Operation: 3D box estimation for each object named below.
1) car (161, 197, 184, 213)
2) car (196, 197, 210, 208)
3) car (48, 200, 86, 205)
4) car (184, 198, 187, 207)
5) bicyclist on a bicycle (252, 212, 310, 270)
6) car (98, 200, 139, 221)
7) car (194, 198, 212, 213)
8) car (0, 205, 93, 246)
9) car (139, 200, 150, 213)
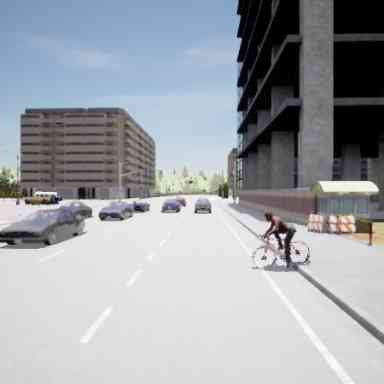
[{"bbox_3d":[-2.263,1.498,37.264,1.812,1.442,4.674,0,0,2],"label":"car"},{"bbox_3d":[1.610,1.528,49.210,1.994,1.385,4.181,0,0,2],"label":"car"},{"bbox_3d":[-9.662,1.544,27.340,1.994,1.385,4.181,0,0,2],"label":"car"},{"bbox_3d":[-1.850,1.488,50.466,1.812,1.442,4.674,0,0,2],"label":"car"},{"bbox_3d":[2.470,1.360,9.510,1.656,1.620,0.582,-9,0,2],"label":"bicyclist on a bicycle"},{"bbox_3d":[-6.147,1.526,27.620,2.033,1.411,5.357,0,0,2],"label":"car"},{"bbox_3d":[1.216,1.521,36.627,2.033,1.411,5.357,0,0,2],"label":"car"},{"bbox_3d":[-6.638,1.536,15.517,2.033,1.411,5.357,0,0,2],"label":"car"},{"bbox_3d":[-5.871,1.573,36.690,1.895,1.301,4.718,0,0,2],"label":"car"}]
